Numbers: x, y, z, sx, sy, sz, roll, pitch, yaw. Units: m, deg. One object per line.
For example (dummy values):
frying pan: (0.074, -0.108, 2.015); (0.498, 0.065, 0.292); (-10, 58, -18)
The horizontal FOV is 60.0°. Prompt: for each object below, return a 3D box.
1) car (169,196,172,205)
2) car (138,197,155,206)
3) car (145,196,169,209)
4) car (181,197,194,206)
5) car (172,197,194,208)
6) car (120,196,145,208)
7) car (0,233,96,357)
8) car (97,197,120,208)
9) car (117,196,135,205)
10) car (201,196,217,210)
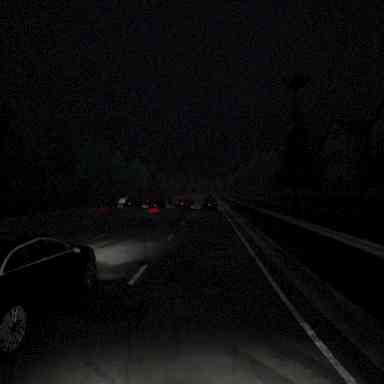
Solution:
car: (-4.171, 1.455, 56.211); (1.837, 1.490, 4.892); (0, 0, 3)
car: (-7.664, 1.545, 56.429); (1.895, 1.301, 4.718); (0, 0, 3)
car: (-4.732, 1.462, 45.806); (1.837, 1.490, 4.892); (0, 0, 3)
car: (-0.676, 1.519, 56.022); (1.994, 1.385, 4.181); (0, 0, 3)
car: (-1.217, 1.526, 46.000); (1.994, 1.385, 4.181); (0, 0, 3)
car: (-8.205, 1.516, 46.410); (1.994, 1.385, 4.181); (0, 0, 3)
car: (-3.273, 1.482, 6.016); (2.128, 1.511, 4.902); (0, 0, 3)
car: (-11.722, 1.451, 46.183); (1.837, 1.490, 4.892); (0, 0, 3)
car: (-11.161, 1.465, 56.588); (1.812, 1.442, 4.674); (0, 0, 3)
car: (2.190, 1.534, 42.324); (1.994, 1.385, 4.181); (0, 0, 3)
